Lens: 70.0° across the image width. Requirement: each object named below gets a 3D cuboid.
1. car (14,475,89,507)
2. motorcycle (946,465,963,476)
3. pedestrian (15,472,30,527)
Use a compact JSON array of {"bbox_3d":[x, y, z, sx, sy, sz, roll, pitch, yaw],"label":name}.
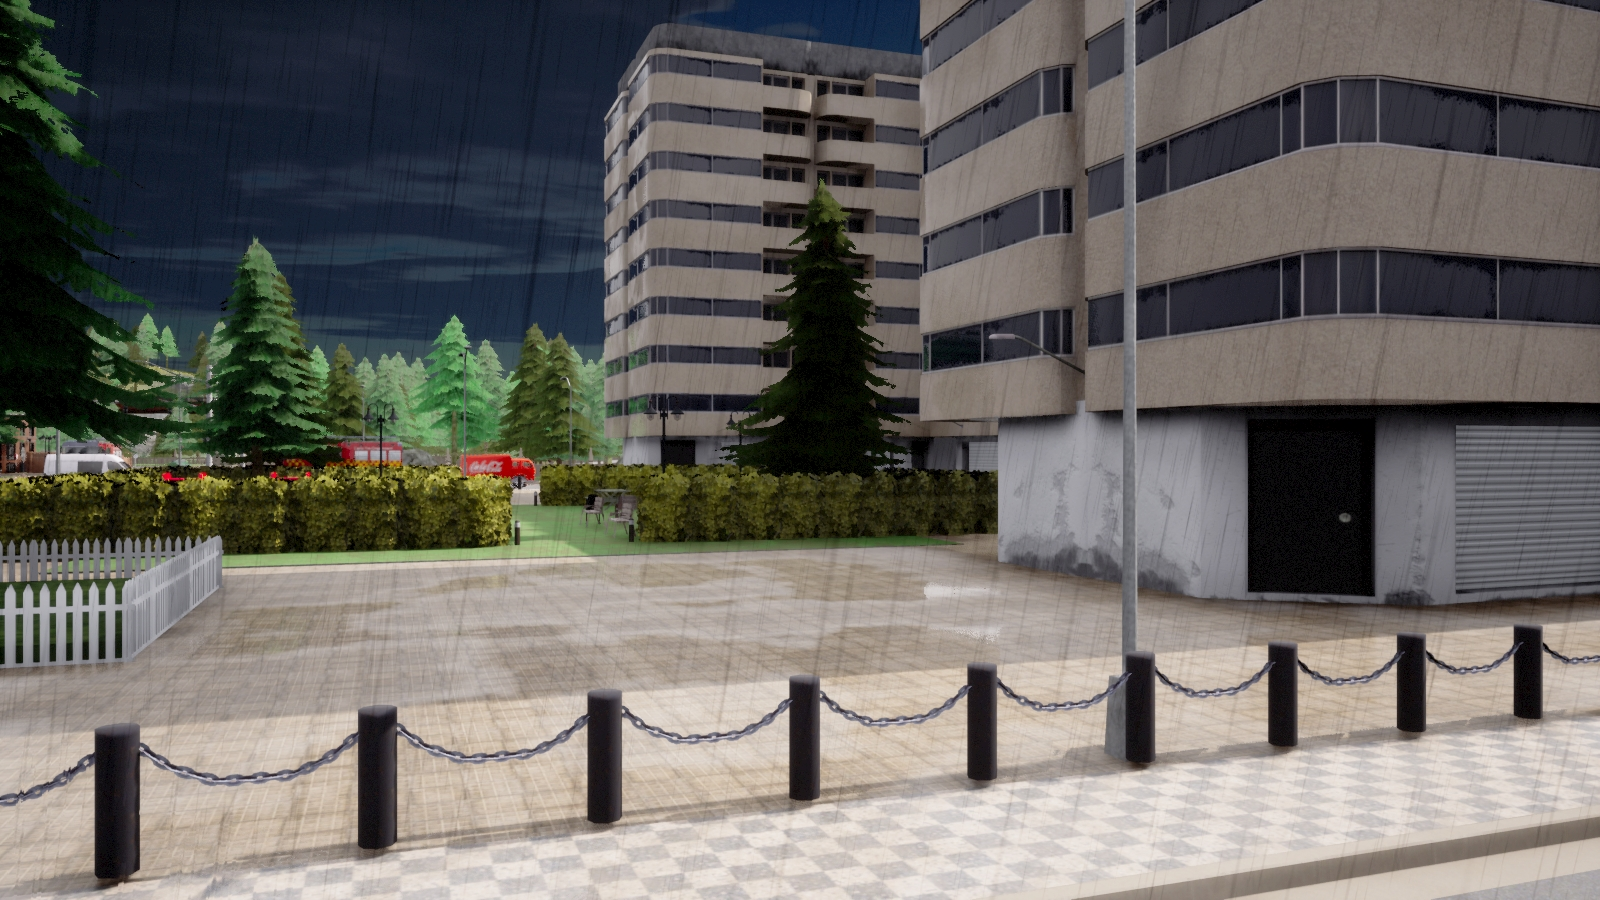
[{"bbox_3d":[-38.243,2.063,58.523,2.163,1.488,4.792,0,0,-20],"label":"car"},{"bbox_3d":[16.084,2.131,119.009,0.803,1.199,2.033,0,0,-20],"label":"motorcycle"},{"bbox_3d":[-26.573,1.695,39.068,0.375,1.860,0.375,0,0,-25],"label":"pedestrian"}]
